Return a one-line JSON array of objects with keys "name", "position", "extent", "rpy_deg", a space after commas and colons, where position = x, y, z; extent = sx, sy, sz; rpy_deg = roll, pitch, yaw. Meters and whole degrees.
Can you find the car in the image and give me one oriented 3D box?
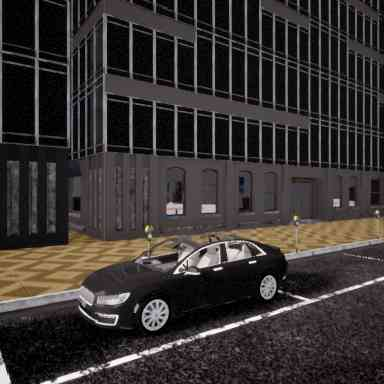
[{"name": "car", "position": [0.045, 1.551, 6.592], "extent": [4.403, 1.369, 2.008], "rpy_deg": [0, 0, -35]}]
